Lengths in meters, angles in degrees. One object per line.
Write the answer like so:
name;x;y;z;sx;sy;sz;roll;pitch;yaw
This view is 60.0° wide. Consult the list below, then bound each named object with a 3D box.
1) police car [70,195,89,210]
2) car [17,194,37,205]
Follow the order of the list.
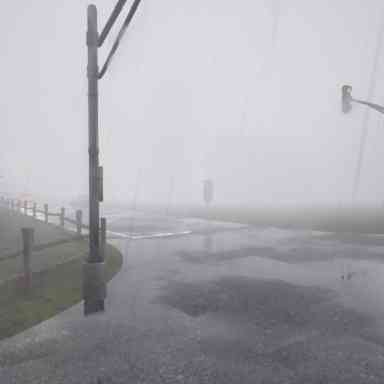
police car;-12.856;1.169;39.038;1.930;1.638;5.238;-1;1;-35
car;-24.683;1.041;49.675;2.097;1.767;4.553;-1;1;-35
